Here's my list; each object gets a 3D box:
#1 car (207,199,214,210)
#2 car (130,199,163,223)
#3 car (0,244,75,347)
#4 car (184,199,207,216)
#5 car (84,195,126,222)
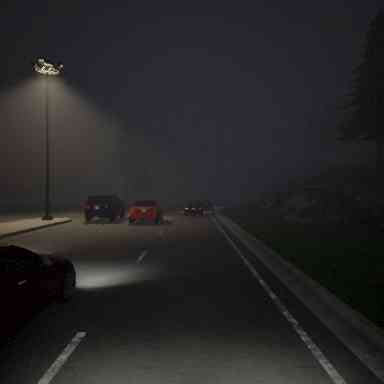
[{"bbox_3d":[1.574,1.564,43.105,1.994,1.385,4.181,0,0,13],"label":"car"},{"bbox_3d":[-3.395,1.352,25.543,2.097,1.767,4.553,0,0,0],"label":"car"},{"bbox_3d":[-3.400,1.526,5.224,1.812,1.442,4.674,0,0,0],"label":"car"},{"bbox_3d":[0.227,1.547,32.762,2.033,1.411,5.357,0,0,2],"label":"car"},{"bbox_3d":[-6.891,1.223,26.790,2.150,2.045,5.566,0,0,0],"label":"car"}]
